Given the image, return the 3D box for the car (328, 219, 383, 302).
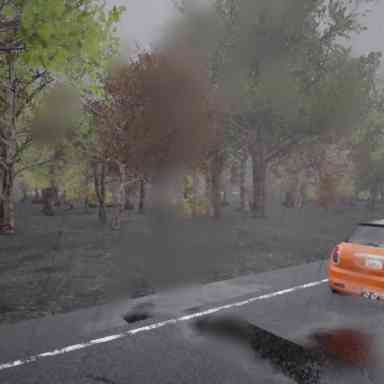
[{"bbox_3d":[5.083,1.353,7.369,4.553,1.767,2.097,0,0,-36],"label":"car"}]
